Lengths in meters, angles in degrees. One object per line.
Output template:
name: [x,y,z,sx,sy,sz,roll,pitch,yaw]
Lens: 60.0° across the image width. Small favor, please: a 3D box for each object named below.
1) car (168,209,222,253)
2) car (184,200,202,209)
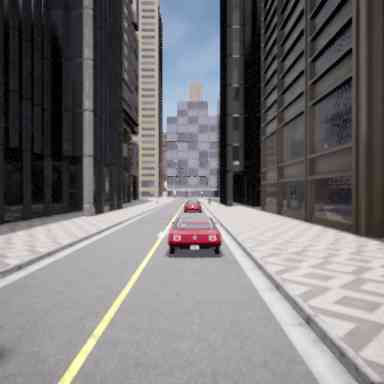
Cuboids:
car: [0.098,1.602,13.589,1.895,1.301,4.718,0,0,0]
car: [0.091,1.591,38.766,1.994,1.385,4.181,0,0,0]
